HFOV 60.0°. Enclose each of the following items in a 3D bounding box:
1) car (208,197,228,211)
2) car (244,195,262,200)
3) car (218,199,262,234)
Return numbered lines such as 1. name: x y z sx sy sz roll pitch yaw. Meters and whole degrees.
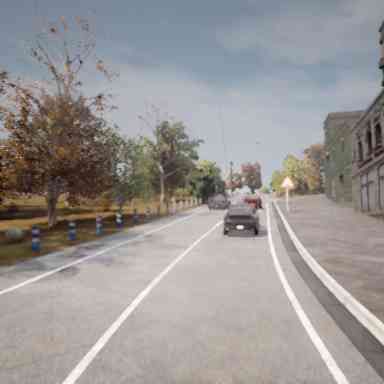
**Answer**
1. car: 2.956 1.200 35.455 1.994 1.385 4.181 -1 1 13
2. car: 6.703 1.017 36.601 1.882 1.535 5.008 -1 2 12
3. car: 2.838 1.432 18.741 1.837 1.490 4.892 -1 1 12
